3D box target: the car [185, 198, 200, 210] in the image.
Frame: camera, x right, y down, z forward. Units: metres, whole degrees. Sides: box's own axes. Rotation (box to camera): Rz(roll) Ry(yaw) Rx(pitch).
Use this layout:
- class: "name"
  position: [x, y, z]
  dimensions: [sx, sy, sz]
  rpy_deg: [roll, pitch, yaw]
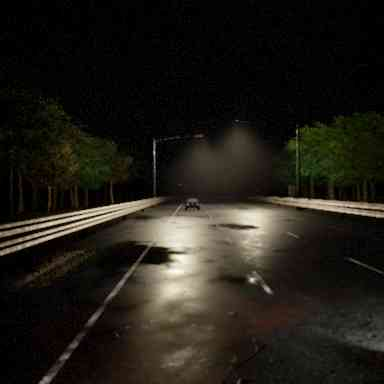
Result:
- class: "car"
  position: [0.034, 1.519, 42.607]
  dimensions: [2.033, 1.411, 5.357]
  rpy_deg: [0, 0, -1]
